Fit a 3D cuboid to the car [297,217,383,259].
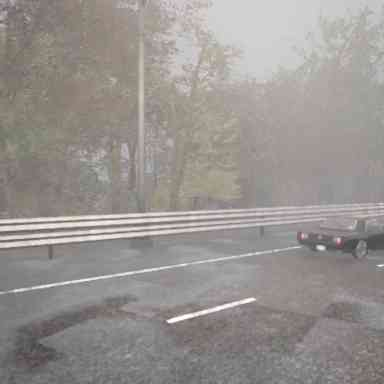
[{"bbox_3d":[6.105,1.559,12.321,4.718,1.301,1.895,0,0,-35],"label":"car"}]
